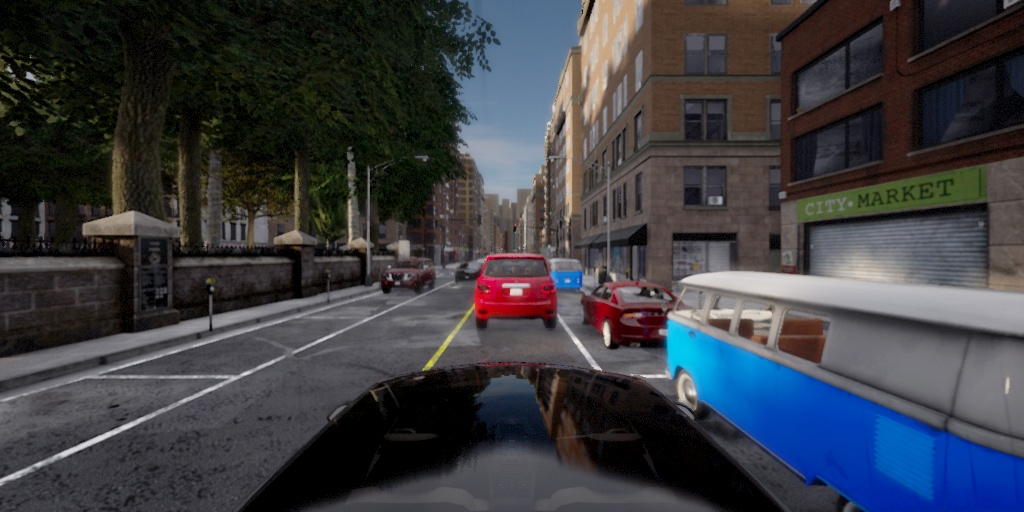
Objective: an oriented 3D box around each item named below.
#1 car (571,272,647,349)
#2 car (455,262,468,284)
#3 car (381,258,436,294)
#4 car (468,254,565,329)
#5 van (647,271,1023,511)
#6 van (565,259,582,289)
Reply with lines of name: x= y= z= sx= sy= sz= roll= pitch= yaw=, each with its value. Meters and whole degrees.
car: x=2.862 y=1.281 z=8.919 sx=1.888 sy=1.381 sz=4.507 roll=0 pitch=0 yaw=0
car: x=-3.018 y=1.173 z=26.812 sx=1.882 sy=1.535 sz=5.008 roll=0 pitch=0 yaw=1
car: x=-5.654 y=1.027 z=20.206 sx=2.192 sy=1.841 sz=5.009 roll=0 pitch=0 yaw=0
car: x=0.104 y=0.952 z=11.239 sx=2.150 sy=2.045 sz=5.566 roll=0 pitch=0 yaw=0
van: x=2.857 y=1.088 z=3.258 sx=1.690 sy=1.789 sz=3.998 roll=0 pitch=0 yaw=0
van: x=2.871 y=1.053 z=20.240 sx=1.690 sy=1.789 sz=3.998 roll=0 pitch=0 yaw=0
